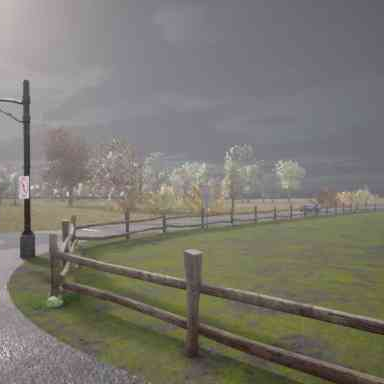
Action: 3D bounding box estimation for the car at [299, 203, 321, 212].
[{"bbox_3d":[18.897,2.449,52.982,2.033,1.411,5.357,-1,-2,40],"label":"car"}]
